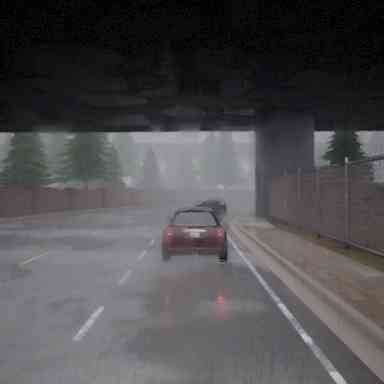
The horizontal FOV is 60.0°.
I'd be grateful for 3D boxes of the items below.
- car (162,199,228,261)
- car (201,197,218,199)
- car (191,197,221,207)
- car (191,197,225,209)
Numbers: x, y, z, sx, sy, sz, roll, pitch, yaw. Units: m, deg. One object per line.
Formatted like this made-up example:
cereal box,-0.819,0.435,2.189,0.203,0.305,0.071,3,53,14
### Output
car,0.093,1.322,12.281,2.097,1.767,4.553,0,0,0
car,1.952,1.405,29.988,1.882,1.535,5.008,0,0,15
car,2.125,1.444,49.730,4.181,1.385,1.994,0,0,-32
car,2.207,1.417,45.236,4.674,1.442,1.812,0,0,-40
